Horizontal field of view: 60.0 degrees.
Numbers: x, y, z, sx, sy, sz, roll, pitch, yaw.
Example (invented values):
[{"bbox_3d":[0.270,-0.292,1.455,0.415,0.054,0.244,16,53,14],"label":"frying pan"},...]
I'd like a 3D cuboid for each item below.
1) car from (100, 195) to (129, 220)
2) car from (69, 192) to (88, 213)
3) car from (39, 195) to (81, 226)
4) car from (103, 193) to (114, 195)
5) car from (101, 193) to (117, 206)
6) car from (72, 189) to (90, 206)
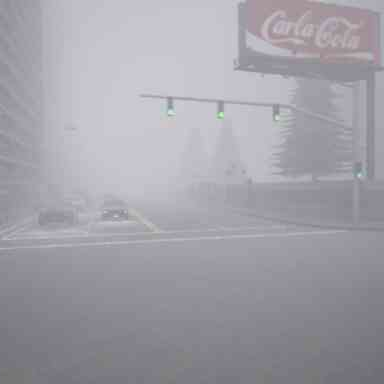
[{"bbox_3d":[-5.817,1.204,24.896,2.033,1.411,5.357,-1,1,-15],"label":"car"},{"bbox_3d":[-11.219,1.080,31.391,1.882,1.535,5.008,-1,1,-15],"label":"car"},{"bbox_3d":[-8.499,1.211,21.417,1.882,1.535,5.008,-1,1,-15],"label":"car"},{"bbox_3d":[-8.330,1.061,34.102,1.812,1.442,4.674,-1,1,-15],"label":"car"},{"bbox_3d":[-11.036,0.908,44.051,1.837,1.490,4.892,-1,1,-15],"label":"car"},{"bbox_3d":[-14.012,0.688,41.606,2.150,2.045,5.566,-1,1,-15],"label":"car"}]
